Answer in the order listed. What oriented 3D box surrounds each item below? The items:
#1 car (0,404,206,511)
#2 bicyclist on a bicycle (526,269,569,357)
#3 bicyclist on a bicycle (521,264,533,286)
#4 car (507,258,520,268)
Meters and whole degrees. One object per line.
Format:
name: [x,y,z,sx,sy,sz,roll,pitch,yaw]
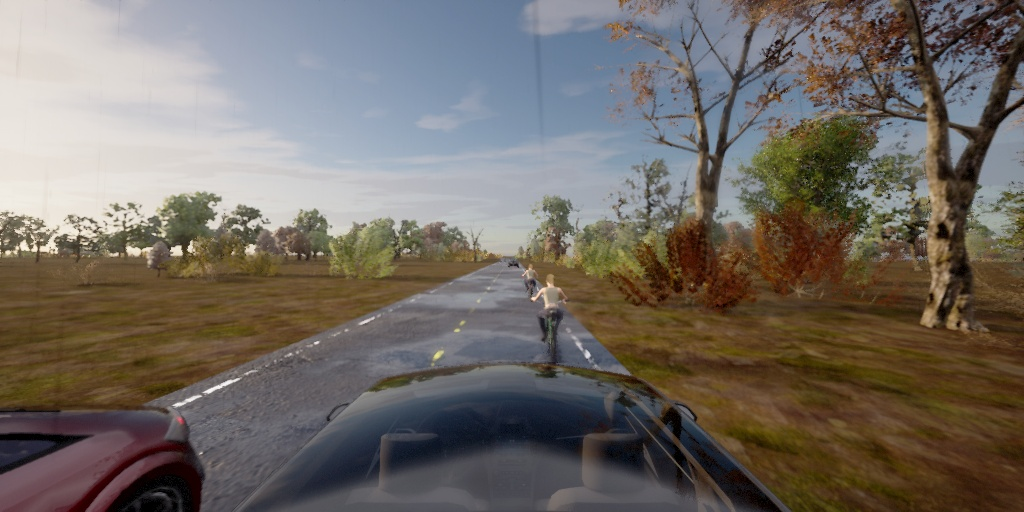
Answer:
car: [-3.100,1.318,0.700,1.994,1.385,4.181,0,0,0]
bicyclist on a bicycle: [0.812,1.183,7.584,0.866,1.612,1.509,-1,0,0]
bicyclist on a bicycle: [0.861,1.187,16.807,0.866,1.612,1.509,0,0,0]
car: [0.255,1.261,62.995,1.837,1.490,4.892,0,0,0]
